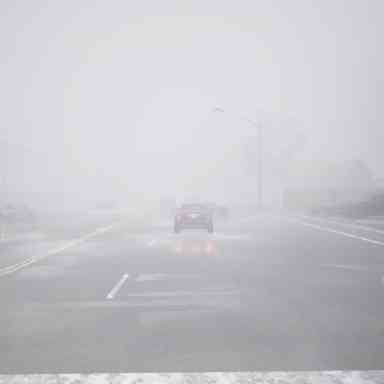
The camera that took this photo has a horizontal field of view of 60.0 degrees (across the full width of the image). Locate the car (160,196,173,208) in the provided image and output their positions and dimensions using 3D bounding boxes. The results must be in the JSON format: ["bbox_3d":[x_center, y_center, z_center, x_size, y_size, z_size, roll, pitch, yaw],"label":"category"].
[{"bbox_3d":[-3.439,1.352,48.833,2.097,1.767,4.553,0,0,0],"label":"car"}]

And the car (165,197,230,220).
[{"bbox_3d":[0.651,1.477,27.705,5.008,1.535,1.882,0,1,14],"label":"car"}]

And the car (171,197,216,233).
[{"bbox_3d":[0.090,1.352,19.746,2.097,1.767,4.553,0,0,0],"label":"car"}]

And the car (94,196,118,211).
[{"bbox_3d":[-10.622,1.547,41.345,2.033,1.411,5.357,0,0,0],"label":"car"}]

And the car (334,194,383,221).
[{"bbox_3d":[14.992,1.222,27.046,5.566,2.045,2.150,0,0,-1],"label":"car"}]

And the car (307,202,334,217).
[{"bbox_3d":[13.105,1.600,30.528,4.718,1.301,1.895,0,0,-1],"label":"car"}]

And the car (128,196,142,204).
[{"bbox_3d":[-10.534,1.527,61.760,1.837,1.490,4.892,0,0,0],"label":"car"}]

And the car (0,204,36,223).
[{"bbox_3d":[-14.114,1.600,25.937,1.895,1.301,4.718,0,0,0],"label":"car"}]
